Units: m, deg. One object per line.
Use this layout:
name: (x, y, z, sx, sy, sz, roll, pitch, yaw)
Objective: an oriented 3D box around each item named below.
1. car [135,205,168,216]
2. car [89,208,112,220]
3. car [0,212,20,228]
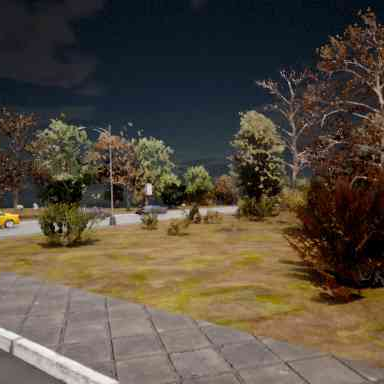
car: (-5.538, 2.517, 45.791, 2.033, 1.411, 5.357, -3, -2, 32)
car: (-11.314, 2.464, 36.592, 2.033, 1.411, 5.357, -3, -2, 32)
car: (-17.073, 2.369, 27.674, 1.882, 1.535, 5.008, -3, -2, 33)
